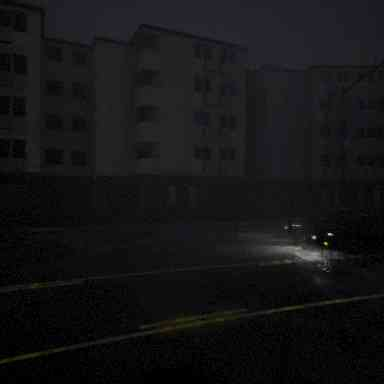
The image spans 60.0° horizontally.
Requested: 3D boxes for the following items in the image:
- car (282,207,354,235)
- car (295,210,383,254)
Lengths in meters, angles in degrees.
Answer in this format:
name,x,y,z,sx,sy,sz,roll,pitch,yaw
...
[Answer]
name,x,y,z,sx,sy,sz,roll,pitch,yaw
car,7.098,1.563,17.213,4.892,1.490,1.837,0,0,-12
car,6.735,1.619,13.526,4.181,1.385,1.994,0,0,-13
